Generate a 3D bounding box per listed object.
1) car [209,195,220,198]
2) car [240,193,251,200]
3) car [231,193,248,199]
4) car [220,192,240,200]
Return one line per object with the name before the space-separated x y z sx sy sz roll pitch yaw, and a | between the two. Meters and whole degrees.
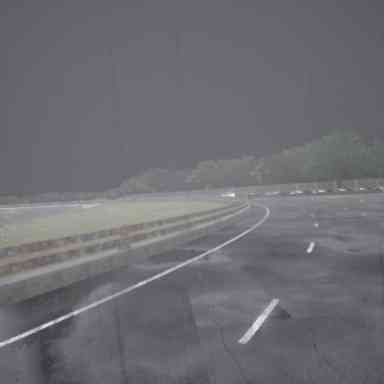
car | 6.242 1.429 87.781 2.033 1.411 5.357 -3 0 -21
car | 12.359 1.096 79.015 2.128 1.511 4.902 -3 0 -13
car | 12.855 1.066 90.045 2.033 1.411 5.357 -3 0 -21
car | 8.928 1.358 78.373 1.895 1.301 4.718 -3 0 -13
